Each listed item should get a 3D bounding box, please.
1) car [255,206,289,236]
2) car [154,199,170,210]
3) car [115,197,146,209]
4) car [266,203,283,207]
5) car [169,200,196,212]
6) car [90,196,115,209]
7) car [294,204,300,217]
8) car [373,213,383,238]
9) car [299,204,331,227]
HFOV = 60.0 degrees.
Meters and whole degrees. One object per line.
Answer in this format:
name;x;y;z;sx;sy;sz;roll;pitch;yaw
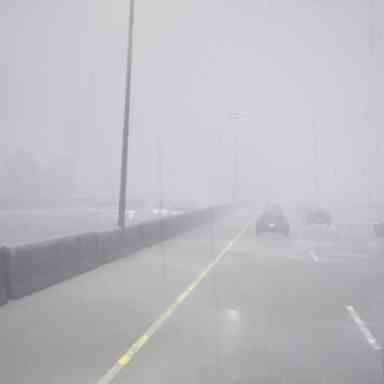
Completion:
car;5.131;1.903;21.231;1.994;1.385;4.181;2;0;14
car;-3.636;1.602;44.638;1.994;1.385;4.181;2;0;14
car;-7.618;1.387;43.178;1.882;1.535;5.008;2;0;14
car;9.135;1.975;37.513;2.128;1.511;4.902;2;0;14
car;-0.895;1.703;41.247;1.994;1.385;4.181;2;0;14
car;-11.268;1.314;43.028;1.812;1.442;4.674;2;0;14
car;13.156;2.136;39.231;1.812;1.442;4.674;2;0;14
car;11.647;2.156;18.439;1.895;1.301;4.718;2;0;14
car;10.434;2.012;28.134;1.882;1.535;5.008;2;0;14
